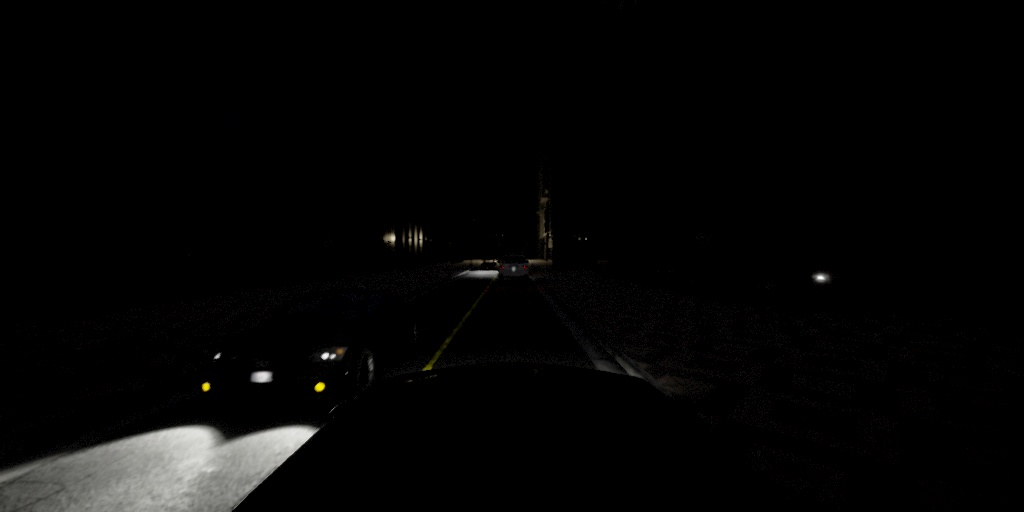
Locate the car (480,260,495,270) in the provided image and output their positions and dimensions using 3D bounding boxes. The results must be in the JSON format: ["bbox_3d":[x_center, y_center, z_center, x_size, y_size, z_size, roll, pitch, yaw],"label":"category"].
[{"bbox_3d":[-3.073,1.156,46.854,1.895,1.301,4.718,0,0,0],"label":"car"}]

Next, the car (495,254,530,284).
[{"bbox_3d":[0.106,0.895,26.230,2.150,2.045,5.566,0,0,0],"label":"car"}]

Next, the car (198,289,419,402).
[{"bbox_3d":[-3.087,1.307,6.425,1.994,1.385,4.181,0,0,0],"label":"car"}]
